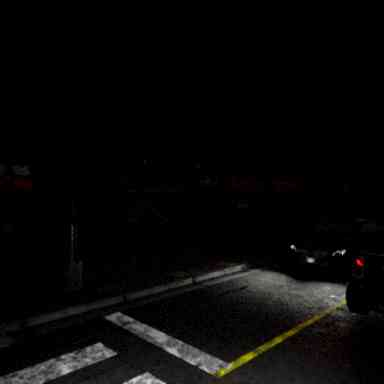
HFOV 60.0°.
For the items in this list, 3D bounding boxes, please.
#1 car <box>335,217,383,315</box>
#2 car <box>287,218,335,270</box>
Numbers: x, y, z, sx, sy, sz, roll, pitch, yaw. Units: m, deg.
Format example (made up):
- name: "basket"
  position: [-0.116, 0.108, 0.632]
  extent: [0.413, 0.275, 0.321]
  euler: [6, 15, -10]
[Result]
- name: "car"
  position: [4.935, 1.373, 6.704]
  extent: [4.553, 1.767, 2.097]
  euler: [0, -1, -44]
- name: "car"
  position: [4.871, 1.572, 10.615]
  extent: [4.674, 1.442, 1.812]
  euler: [0, 0, -44]
